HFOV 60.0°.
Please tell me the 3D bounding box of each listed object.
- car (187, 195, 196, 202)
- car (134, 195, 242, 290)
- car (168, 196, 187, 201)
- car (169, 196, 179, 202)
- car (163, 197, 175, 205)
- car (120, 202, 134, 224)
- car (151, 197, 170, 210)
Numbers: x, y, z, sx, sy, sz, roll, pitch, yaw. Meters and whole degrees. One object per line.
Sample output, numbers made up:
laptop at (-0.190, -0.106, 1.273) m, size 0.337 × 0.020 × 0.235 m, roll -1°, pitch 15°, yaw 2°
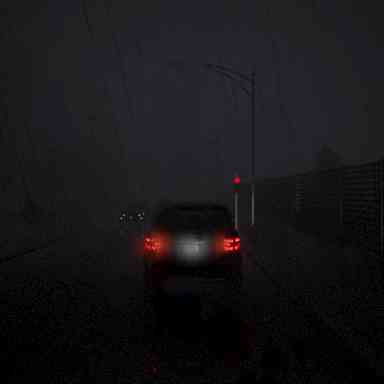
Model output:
car at (-0.096, 1.478, 76.753) m, size 1.882 × 1.535 × 5.008 m, roll 0°, pitch 0°, yaw 0°
car at (0.032, 1.221, 9.199) m, size 2.150 × 2.045 × 5.566 m, roll 0°, pitch 0°, yaw 0°
car at (-3.815, 1.595, 87.275) m, size 4.718 × 1.301 × 1.895 m, roll 0°, pitch 0°, yaw 40°
car at (-4.096, 1.540, 76.524) m, size 2.033 × 1.411 × 5.357 m, roll 0°, pitch 0°, yaw 0°
car at (-4.147, 1.601, 60.929) m, size 1.895 × 1.301 × 4.718 m, roll 0°, pitch 0°, yaw 0°
car at (-4.133, 1.505, 25.025) m, size 1.837 × 1.490 × 4.892 m, roll 0°, pitch 0°, yaw 0°
car at (-4.157, 1.491, 45.035) m, size 2.128 × 1.511 × 4.902 m, roll 0°, pitch 0°, yaw 0°
